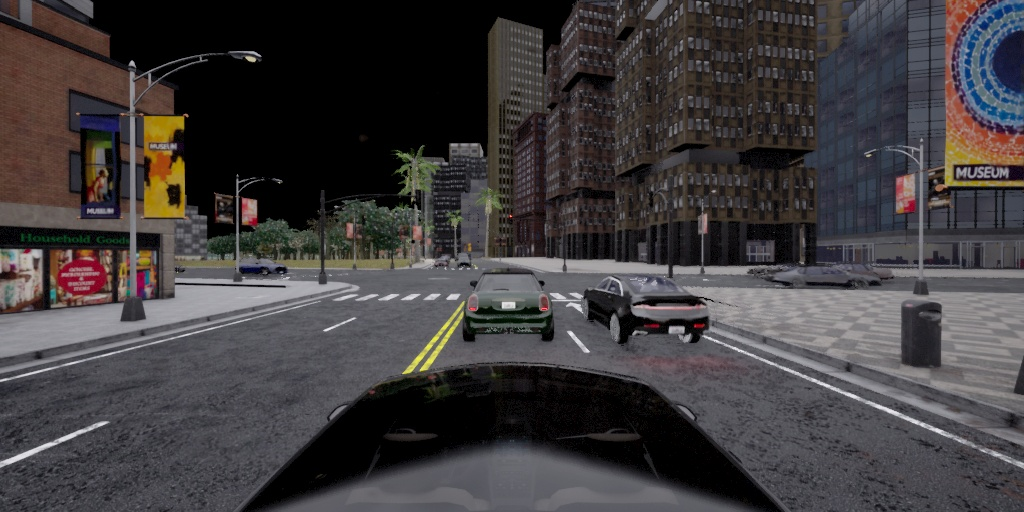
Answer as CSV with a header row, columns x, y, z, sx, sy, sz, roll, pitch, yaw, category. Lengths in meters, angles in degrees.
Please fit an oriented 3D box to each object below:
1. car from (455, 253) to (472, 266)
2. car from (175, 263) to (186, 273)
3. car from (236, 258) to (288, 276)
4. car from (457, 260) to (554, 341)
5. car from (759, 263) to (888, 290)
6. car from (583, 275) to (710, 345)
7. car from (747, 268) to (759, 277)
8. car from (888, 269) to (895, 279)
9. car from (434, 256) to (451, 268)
x,y,z,sx,sy,sz,roll,pitch,yaw,category
-6.937,0.805,52.256,2.097,1.767,4.553,0,1,-8,car
-36.893,1.177,37.897,4.181,1.385,1.994,0,0,13,car
-24.295,0.996,34.913,4.553,1.767,2.097,0,0,13,car
-0.122,1.102,10.008,2.097,1.767,4.553,0,0,-1,car
18.625,1.267,21.786,5.357,1.411,2.033,0,0,17,car
3.187,1.241,9.483,2.128,1.511,4.902,0,0,-1,car
23.023,1.282,30.718,4.718,1.301,1.895,0,0,13,car
24.957,1.243,26.921,5.357,1.411,2.033,0,0,13,car
-10.224,1.013,52.214,1.994,1.385,4.181,0,1,-7,car
